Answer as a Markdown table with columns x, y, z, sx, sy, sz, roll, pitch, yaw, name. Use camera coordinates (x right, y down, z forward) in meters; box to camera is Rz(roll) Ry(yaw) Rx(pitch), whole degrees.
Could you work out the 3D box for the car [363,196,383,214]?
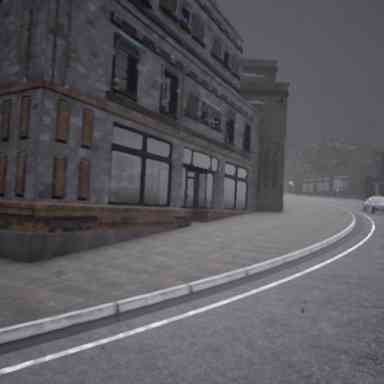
| x | y | z | sx | sy | sz | roll | pitch | yaw | name |
| --- | --- | --- | --- | --- | --- | --- | --- | --- | --- |
| 15.890 | 1.092 | 28.225 | 1.812 | 1.442 | 4.674 | 2 | 2 | 16 | car |
